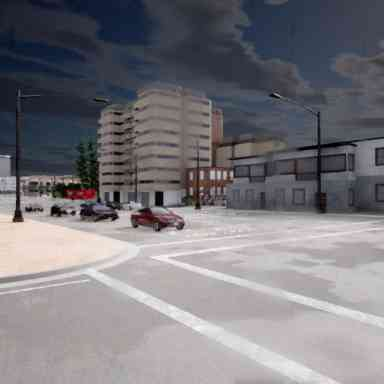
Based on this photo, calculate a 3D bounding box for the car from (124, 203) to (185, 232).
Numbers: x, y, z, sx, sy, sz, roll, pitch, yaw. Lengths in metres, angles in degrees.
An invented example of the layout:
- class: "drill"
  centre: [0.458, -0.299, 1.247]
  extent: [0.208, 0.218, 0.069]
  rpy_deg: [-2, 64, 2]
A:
- class: "car"
  centre: [-2.338, 1.641, 21.298]
  extent: [1.812, 1.442, 4.674]
  rpy_deg: [0, -1, -37]

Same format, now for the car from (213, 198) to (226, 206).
- class: "car"
  centre: [5.538, 1.797, 60.049]
  extent: [1.970, 1.475, 3.806]
  rpy_deg: [0, -1, -37]

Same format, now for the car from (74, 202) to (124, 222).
- class: "car"
  centre: [-8.270, 1.822, 29.188]
  extent: [2.033, 1.411, 5.357]
  rpy_deg: [0, -1, -37]

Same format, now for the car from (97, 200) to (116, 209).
- class: "car"
  centre: [-16.246, 2.382, 63.274]
  extent: [1.812, 1.442, 4.674]
  rpy_deg: [0, 0, -37]

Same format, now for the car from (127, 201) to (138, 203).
- class: "car"
  centre: [-10.018, 2.274, 55.072]
  extent: [1.812, 1.442, 4.674]
  rpy_deg: [0, -1, -36]

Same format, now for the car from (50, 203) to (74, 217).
- class: "car"
  centre: [-14.636, 2.003, 37.678]
  extent: [2.128, 1.511, 4.902]
  rpy_deg: [0, -1, -37]

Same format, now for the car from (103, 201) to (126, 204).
- class: "car"
  centre: [-12.881, 2.255, 53.051]
  extent: [1.837, 1.490, 4.892]
  rpy_deg: [0, -1, -36]

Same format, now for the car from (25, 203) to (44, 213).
- class: "car"
  centre: [-23.610, 2.371, 49.759]
  extent: [1.994, 1.385, 4.181]
  rpy_deg: [0, -1, -37]

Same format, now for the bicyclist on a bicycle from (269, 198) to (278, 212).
- class: "bicyclist on a bicycle"
  centre: [9.491, 1.517, 38.807]
  extent: [1.656, 1.620, 0.582]
  rpy_deg: [0, -1, -37]
